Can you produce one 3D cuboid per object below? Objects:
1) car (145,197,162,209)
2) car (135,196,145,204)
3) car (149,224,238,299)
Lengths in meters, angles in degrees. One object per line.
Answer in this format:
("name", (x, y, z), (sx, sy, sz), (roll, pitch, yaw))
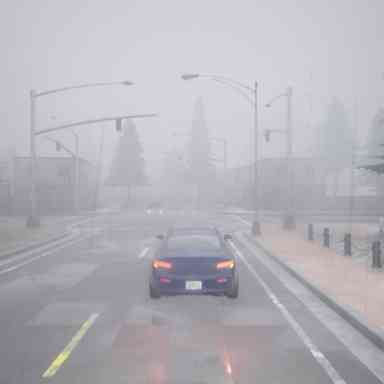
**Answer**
("car", (-5.038, 1.408, 44.891), (1.882, 1.535, 5.008), (0, 0, -8))
("car", (-9.476, 1.465, 61.799), (2.033, 1.411, 5.357), (0, 0, -22))
("car", (0.045, 1.519, 8.325), (1.812, 1.442, 4.674), (0, 0, 0))
